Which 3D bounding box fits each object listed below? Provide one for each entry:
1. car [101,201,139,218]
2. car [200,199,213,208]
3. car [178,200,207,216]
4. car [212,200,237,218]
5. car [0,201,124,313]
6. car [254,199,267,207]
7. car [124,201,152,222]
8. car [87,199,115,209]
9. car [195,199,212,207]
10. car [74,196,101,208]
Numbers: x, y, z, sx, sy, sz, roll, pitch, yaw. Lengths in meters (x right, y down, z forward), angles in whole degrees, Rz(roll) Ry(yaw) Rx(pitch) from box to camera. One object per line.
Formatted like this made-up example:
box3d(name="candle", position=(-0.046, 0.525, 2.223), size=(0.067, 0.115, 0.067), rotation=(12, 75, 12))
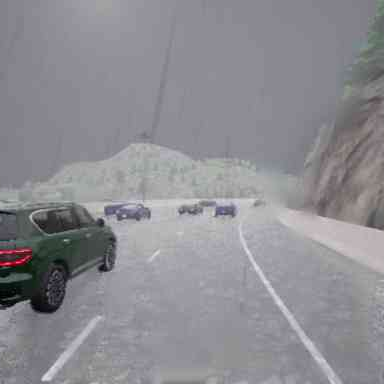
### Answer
box3d(name="car", position=(-7.187, 1.671, 33.889), size=(1.882, 1.535, 5.008), rotation=(0, -1, 12))
box3d(name="car", position=(3.180, 1.989, 58.773), size=(1.882, 1.535, 5.008), rotation=(0, -1, 21))
box3d(name="car", position=(-0.027, 1.895, 36.403), size=(1.895, 1.301, 4.718), rotation=(0, 0, 14))
box3d(name="car", position=(3.624, 1.799, 34.643), size=(1.882, 1.535, 5.008), rotation=(0, -1, 13))
box3d(name="car", position=(-3.530, 1.247, 7.925), size=(2.150, 2.045, 5.566), rotation=(0, 0, 4))
box3d(name="car", position=(13.502, 2.184, 65.441), size=(1.837, 1.490, 4.892), rotation=(0, -2, 24))
box3d(name="car", position=(-4.818, 1.698, 27.989), size=(1.812, 1.442, 4.674), rotation=(0, -1, 10))
box3d(name="car", position=(-13.917, 1.769, 51.265), size=(1.837, 1.490, 4.892), rotation=(0, -1, 16))
box3d(name="car", position=(2.353, 2.122, 65.870), size=(1.994, 1.385, 4.181), rotation=(0, -1, 23))
box3d(name="car", position=(-16.813, 1.597, 53.940), size=(2.097, 1.767, 4.553), rotation=(1, 0, 14))
